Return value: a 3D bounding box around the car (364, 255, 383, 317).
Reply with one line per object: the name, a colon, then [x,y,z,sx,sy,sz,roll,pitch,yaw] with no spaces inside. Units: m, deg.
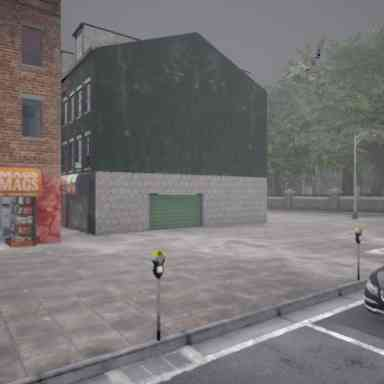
car: [5.022,1.563,6.406,4.403,1.369,2.008,0,0,-36]
